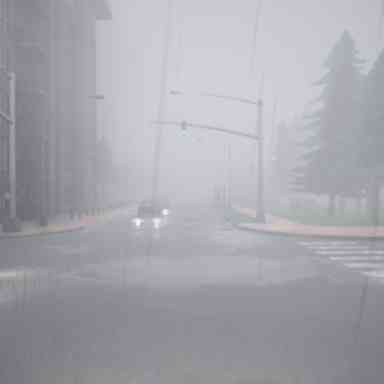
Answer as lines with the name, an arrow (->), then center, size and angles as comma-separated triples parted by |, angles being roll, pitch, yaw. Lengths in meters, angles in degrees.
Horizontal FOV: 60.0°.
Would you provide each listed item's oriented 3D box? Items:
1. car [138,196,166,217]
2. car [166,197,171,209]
car -> -3.676, 1.333, 29.987 | 1.882, 1.535, 5.008 | 0, 0, 0
car -> -3.705, 1.293, 41.376 | 2.128, 1.511, 4.902 | 0, 0, 0
